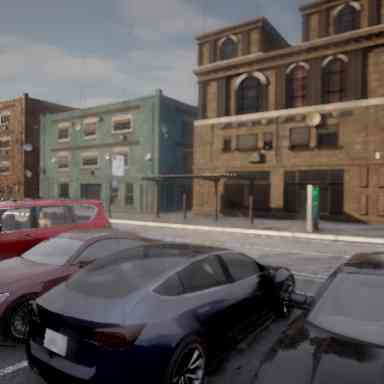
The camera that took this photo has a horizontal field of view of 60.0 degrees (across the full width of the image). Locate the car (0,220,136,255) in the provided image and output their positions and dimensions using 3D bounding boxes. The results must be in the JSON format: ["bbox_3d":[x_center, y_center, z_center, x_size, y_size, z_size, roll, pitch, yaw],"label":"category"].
[{"bbox_3d":[-2.268,1.528,6.765,2.002,1.452,4.674,0,0,35],"label":"car"}]

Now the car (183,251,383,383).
[{"bbox_3d":[2.271,1.480,3.533,2.097,1.535,5.008,0,0,35],"label":"car"}]

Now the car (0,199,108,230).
[{"bbox_3d":[-4.552,1.231,8.355,2.435,2.045,5.566,0,0,35],"label":"car"}]

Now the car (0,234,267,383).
[{"bbox_3d":[0.016,1.518,5.170,2.163,1.488,4.792,0,0,35],"label":"car"}]
